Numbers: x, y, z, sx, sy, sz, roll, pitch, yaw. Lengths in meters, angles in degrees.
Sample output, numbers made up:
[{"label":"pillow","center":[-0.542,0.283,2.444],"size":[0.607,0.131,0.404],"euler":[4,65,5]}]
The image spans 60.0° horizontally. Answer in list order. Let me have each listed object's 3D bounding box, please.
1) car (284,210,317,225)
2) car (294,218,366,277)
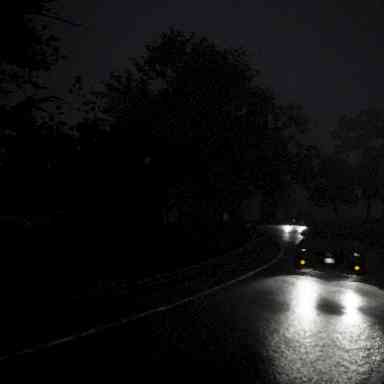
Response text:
[{"label":"car","center":[10.070,2.359,30.605],"size":[1.994,1.385,4.181],"euler":[1,-2,36]},{"label":"car","center":[4.712,1.822,11.287],"size":[1.994,1.385,4.181],"euler":[1,-1,24]}]
